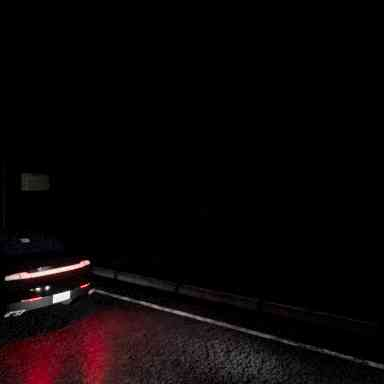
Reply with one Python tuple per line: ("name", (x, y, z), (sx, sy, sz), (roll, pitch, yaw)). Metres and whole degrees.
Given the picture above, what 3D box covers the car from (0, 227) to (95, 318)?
("car", (-4.056, 1.492, 6.864), (4.902, 1.511, 2.128), (0, 0, 37))
